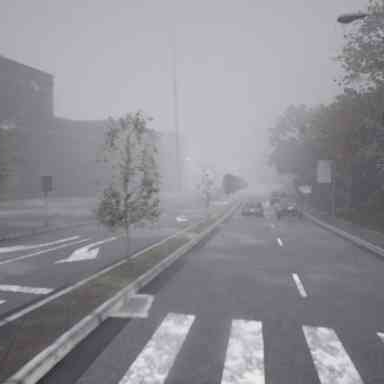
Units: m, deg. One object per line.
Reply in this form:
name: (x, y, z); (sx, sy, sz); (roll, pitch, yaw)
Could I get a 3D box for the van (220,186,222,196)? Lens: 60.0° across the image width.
van: (4.262, 0.057, 66.376); (1.878, 1.987, 4.442); (1, 2, 11)

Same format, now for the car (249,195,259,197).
car: (8.504, 1.107, 45.497); (2.033, 1.411, 5.357); (1, 2, 11)

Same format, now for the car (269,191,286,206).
car: (11.609, 0.857, 44.925); (2.150, 2.045, 5.566); (1, 2, 11)

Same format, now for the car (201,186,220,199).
car: (3.175, 0.190, 61.029); (2.435, 2.045, 5.566); (1, 2, 11)

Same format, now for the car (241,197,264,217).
car: (5.696, 1.522, 31.270); (1.994, 1.385, 4.181); (1, 2, 11)

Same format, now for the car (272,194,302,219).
car: (8.691, 1.399, 30.163); (2.097, 1.767, 4.553); (1, 2, 11)
